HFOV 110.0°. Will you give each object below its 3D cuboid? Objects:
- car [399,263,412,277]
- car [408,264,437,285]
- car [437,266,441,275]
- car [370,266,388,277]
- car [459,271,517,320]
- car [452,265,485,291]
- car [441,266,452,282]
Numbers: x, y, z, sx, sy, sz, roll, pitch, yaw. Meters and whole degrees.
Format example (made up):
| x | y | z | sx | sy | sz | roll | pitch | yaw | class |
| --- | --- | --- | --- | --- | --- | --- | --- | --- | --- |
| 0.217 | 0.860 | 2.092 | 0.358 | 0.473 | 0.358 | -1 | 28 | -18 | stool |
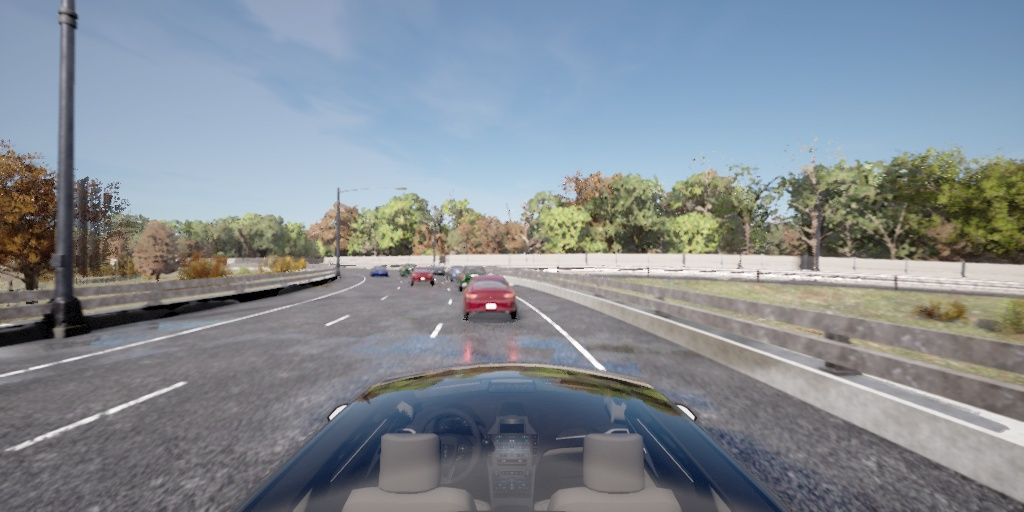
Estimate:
| x | y | z | sx | sy | sz | roll | pitch | yaw | class |
| --- | --- | --- | --- | --- | --- | --- | --- | --- | --- |
| -13.086 | 1.730 | 45.514 | 2.097 | 1.767 | 4.553 | 0 | -1 | -22 | car |
| -7.745 | 1.690 | 30.821 | 1.812 | 1.442 | 4.674 | 0 | -1 | -16 | car |
| -9.887 | 1.951 | 46.944 | 1.994 | 1.385 | 4.181 | 0 | -1 | -24 | car |
| -16.778 | 1.950 | 45.230 | 1.994 | 1.385 | 4.181 | 0 | -1 | -25 | car |
| -0.880 | 1.436 | 13.407 | 1.812 | 1.442 | 4.674 | 0 | -1 | -6 | car |
| -2.827 | 1.429 | 25.126 | 2.097 | 1.767 | 4.553 | 0 | 0 | -12 | car |
| -5.445 | 1.768 | 35.512 | 2.033 | 1.411 | 5.357 | 0 | -1 | -18 | car |
